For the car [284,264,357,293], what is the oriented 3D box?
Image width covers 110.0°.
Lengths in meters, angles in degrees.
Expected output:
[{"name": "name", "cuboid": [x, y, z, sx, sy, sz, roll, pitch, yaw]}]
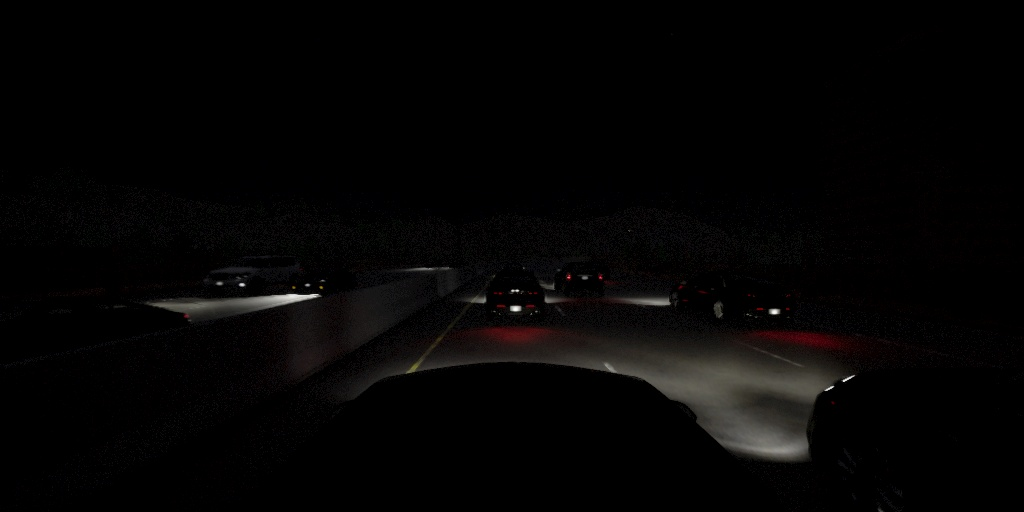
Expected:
[{"name": "car", "cuboid": [-10.589, 1.315, 20.547, 1.994, 1.385, 4.181, 0, 0, 0]}]

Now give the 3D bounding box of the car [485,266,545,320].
[{"name": "car", "cuboid": [0.105, 1.255, 12.683, 1.837, 1.490, 4.892, 0, 0, 0]}]

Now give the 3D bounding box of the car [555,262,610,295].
[{"name": "car", "cuboid": [3.610, 1.102, 19.838, 2.097, 1.767, 4.553, 0, 0, 0]}]

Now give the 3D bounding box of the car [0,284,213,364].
[{"name": "car", "cuboid": [-7.098, 1.314, 5.163, 1.994, 1.385, 4.181, 0, 0, 0]}]

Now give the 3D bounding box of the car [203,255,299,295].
[{"name": "car", "cuboid": [-14.091, 0.973, 20.037, 2.150, 2.045, 5.566, 0, 0, 0]}]

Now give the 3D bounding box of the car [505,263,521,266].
[{"name": "car", "cuboid": [0.115, 1.298, 30.861, 2.033, 1.411, 5.357, 0, 0, 0]}]

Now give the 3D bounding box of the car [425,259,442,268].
[{"name": "car", "cuboid": [-13.327, 1.241, 61.295, 2.128, 1.511, 4.902, 0, 0, 6]}]

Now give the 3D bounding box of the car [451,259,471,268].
[{"name": "car", "cuboid": [-6.936, 1.315, 50.766, 1.994, 1.385, 4.181, 0, 0, 1]}]

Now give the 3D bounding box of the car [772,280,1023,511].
[{"name": "car", "cuboid": [3.600, 1.102, 1.205, 2.097, 1.767, 4.553, 0, 0, 0]}]

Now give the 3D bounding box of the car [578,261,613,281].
[{"name": "car", "cuboid": [7.116, 1.255, 31.093, 1.837, 1.490, 4.892, 0, 0, 0]}]

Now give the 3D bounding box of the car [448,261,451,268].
[{"name": "car", "cuboid": [-9.677, 1.257, 62.682, 1.837, 1.490, 4.892, 0, 0, 7]}]

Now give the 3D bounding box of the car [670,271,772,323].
[{"name": "car", "cuboid": [7.106, 1.255, 12.123, 1.837, 1.490, 4.892, 0, 0, 0]}]
